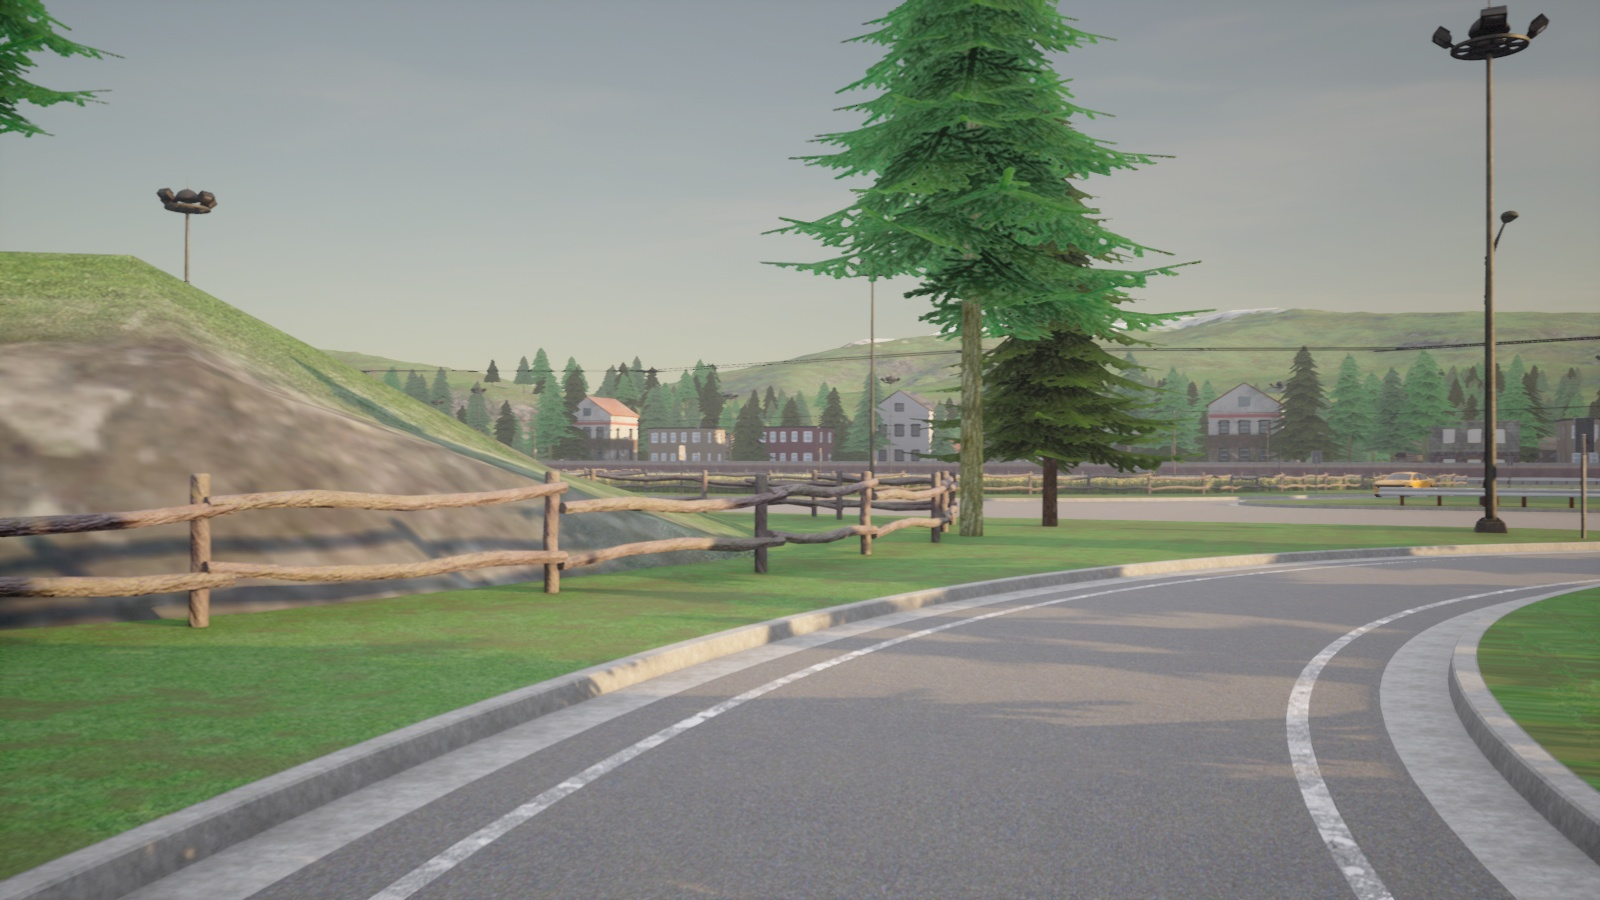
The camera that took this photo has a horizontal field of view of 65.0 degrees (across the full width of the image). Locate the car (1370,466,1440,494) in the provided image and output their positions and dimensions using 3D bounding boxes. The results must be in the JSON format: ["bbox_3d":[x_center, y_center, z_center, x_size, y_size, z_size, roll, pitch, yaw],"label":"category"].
[{"bbox_3d":[35.306,1.735,73.256,5.008,1.535,1.882,1,-1,-41],"label":"car"}]
